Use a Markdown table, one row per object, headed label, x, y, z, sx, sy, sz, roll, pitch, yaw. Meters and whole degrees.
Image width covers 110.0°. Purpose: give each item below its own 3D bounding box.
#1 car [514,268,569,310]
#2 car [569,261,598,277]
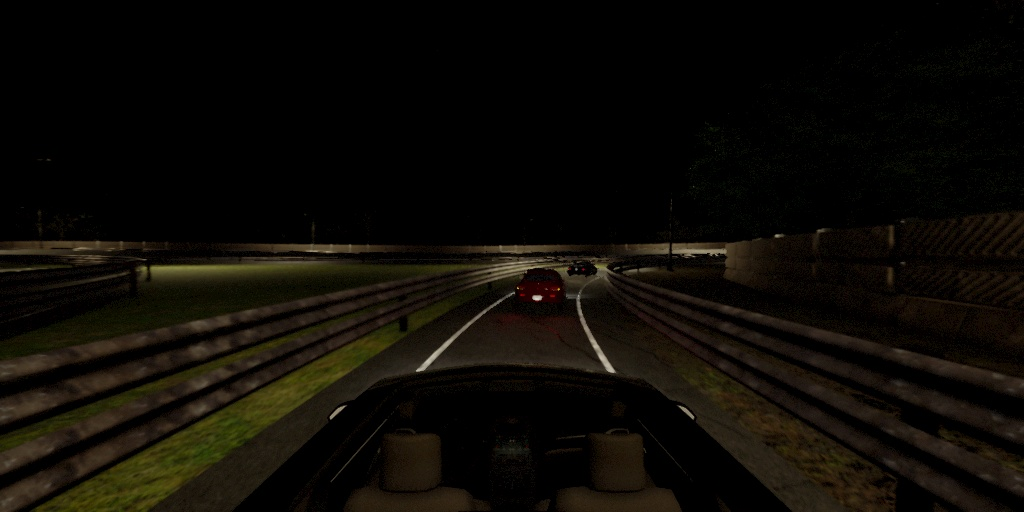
| label | x | y | z | sx | sy | sz | roll | pitch | yaw |
| --- | --- | --- | --- | --- | --- | --- | --- | --- | --- |
| car | 1.237 | 1.254 | 14.540 | 1.812 | 1.442 | 4.674 | 1 | 0 | 9 |
| car | 6.703 | 1.202 | 33.749 | 2.033 | 1.411 | 5.357 | 2 | 1 | 25 |
